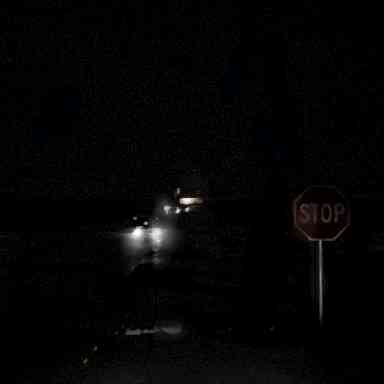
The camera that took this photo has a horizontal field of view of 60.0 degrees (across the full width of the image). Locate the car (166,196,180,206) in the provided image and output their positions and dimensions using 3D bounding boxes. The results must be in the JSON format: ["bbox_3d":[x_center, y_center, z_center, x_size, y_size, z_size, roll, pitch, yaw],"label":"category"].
[{"bbox_3d":[-2.662,1.196,46.826,1.895,1.301,4.718,0,1,0],"label":"car"}]

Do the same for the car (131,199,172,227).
[{"bbox_3d":[-2.709,1.432,22.243,2.033,1.411,5.357,0,1,0],"label":"car"}]
